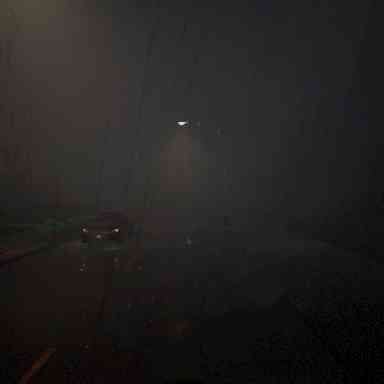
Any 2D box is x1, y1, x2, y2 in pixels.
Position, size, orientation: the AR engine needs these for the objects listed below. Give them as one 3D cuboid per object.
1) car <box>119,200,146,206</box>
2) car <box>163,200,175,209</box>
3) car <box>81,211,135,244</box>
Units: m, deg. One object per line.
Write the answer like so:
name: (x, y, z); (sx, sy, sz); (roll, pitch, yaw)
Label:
car: (-10.327, 2.100, 59.291); (5.357, 1.415, 2.033); (1, -1, -40)
car: (-4.032, 2.185, 58.653); (2.033, 1.411, 5.357); (0, -1, 0)
car: (-4.092, 1.710, 16.887); (1.812, 1.442, 4.674); (0, -1, 0)
